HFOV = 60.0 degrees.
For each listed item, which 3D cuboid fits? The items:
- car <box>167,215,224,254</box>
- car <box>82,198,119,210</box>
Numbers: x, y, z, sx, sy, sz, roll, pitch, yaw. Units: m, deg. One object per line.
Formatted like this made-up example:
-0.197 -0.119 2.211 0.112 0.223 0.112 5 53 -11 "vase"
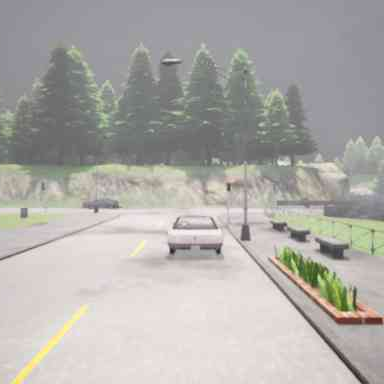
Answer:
0.119 1.532 13.073 1.895 1.301 4.718 0 0 0 "car"
-10.837 1.357 39.412 4.181 1.385 1.994 0 0 5 "car"
